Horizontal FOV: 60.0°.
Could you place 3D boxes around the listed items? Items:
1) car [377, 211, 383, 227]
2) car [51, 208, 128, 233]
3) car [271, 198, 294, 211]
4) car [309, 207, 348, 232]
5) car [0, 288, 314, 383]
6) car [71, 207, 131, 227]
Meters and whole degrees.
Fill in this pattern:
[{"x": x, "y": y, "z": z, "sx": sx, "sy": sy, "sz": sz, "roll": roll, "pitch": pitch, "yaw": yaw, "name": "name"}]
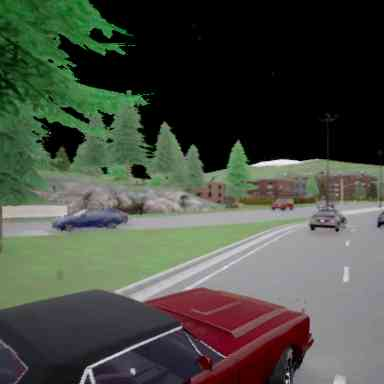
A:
[{"x": 15.733, "y": 2.001, "z": 25.926, "sx": 1.994, "sy": 1.385, "sz": 4.181, "roll": 0, "pitch": -1, "yaw": 35, "name": "car"}, {"x": -6.975, "y": 1.847, "z": 22.429, "sx": 4.674, "sy": 1.442, "sz": 1.812, "roll": 0, "pitch": -1, "yaw": -36, "name": "car"}, {"x": 15.286, "y": 2.094, "z": 55.900, "sx": 2.150, "sy": 2.045, "sz": 5.566, "roll": -1, "pitch": -1, "yaw": 38, "name": "car"}, {"x": 9.591, "y": 1.926, "z": 23.222, "sx": 2.033, "sy": 1.411, "sz": 5.357, "roll": 0, "pitch": -1, "yaw": 32, "name": "car"}, {"x": -0.680, "y": 1.647, "z": 3.049, "sx": 1.895, "sy": 1.301, "sz": 4.718, "roll": 0, "pitch": -1, "yaw": 43, "name": "car"}, {"x": -7.223, "y": 1.947, "z": 26.602, "sx": 4.181, "sy": 1.385, "sz": 1.994, "roll": 1, "pitch": -1, "yaw": -36, "name": "car"}]
